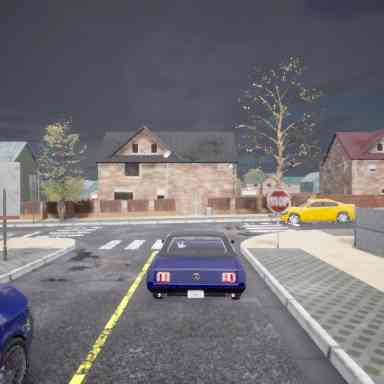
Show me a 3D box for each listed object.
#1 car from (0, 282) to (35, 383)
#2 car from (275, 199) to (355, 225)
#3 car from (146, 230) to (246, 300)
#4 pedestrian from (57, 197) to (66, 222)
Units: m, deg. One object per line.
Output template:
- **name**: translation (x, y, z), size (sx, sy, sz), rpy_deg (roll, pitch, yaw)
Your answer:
- **car**: translation (-2.798, 1.525, 2.225), size (1.812, 1.442, 4.674), rpy_deg (0, 0, 1)
- **car**: translation (7.974, 1.222, 21.674), size (5.008, 1.535, 1.882), rpy_deg (-1, 1, 0)
- **car**: translation (0.144, 1.600, 8.372), size (1.895, 1.301, 4.718), rpy_deg (0, 0, 2)
- **pedestrian**: translation (-9.641, 1.258, 24.560), size (0.375, 1.860, 0.375), rpy_deg (0, 2, 0)
